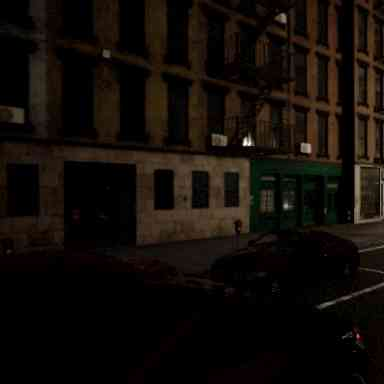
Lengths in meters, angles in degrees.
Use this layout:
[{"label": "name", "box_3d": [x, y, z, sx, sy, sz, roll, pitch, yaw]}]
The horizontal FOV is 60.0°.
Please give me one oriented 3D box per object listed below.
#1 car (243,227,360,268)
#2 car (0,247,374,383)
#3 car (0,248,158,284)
[{"label": "car", "box_3d": [2.349, 1.536, 7.869, 4.206, 1.307, 1.802, 0, 0, -36]}, {"label": "car", "box_3d": [-0.273, 1.555, 2.871, 4.181, 1.385, 1.994, 0, 0, -36]}, {"label": "car", "box_3d": [-2.273, 1.540, 4.569, 4.507, 1.381, 1.887, 0, 0, -36]}]
